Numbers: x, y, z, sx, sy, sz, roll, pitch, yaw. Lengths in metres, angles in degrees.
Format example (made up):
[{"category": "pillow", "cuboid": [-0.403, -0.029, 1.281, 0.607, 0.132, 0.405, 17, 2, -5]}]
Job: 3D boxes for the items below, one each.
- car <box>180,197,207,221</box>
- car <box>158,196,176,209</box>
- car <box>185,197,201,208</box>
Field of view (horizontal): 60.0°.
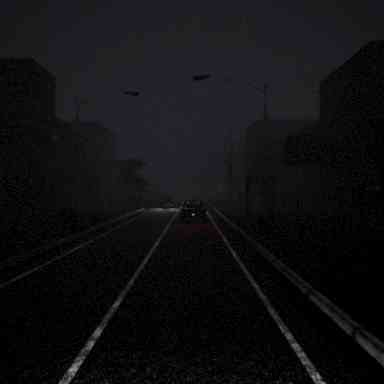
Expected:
[{"category": "car", "cuboid": [0.107, 1.351, 25.606, 2.128, 1.511, 4.902, 0, 0, 0]}, {"category": "car", "cuboid": [-3.079, 1.236, 41.109, 1.837, 1.490, 4.892, 0, 0, 0]}, {"category": "car", "cuboid": [0.111, 1.316, 43.024, 1.895, 1.301, 4.718, 0, 0, 0]}]
